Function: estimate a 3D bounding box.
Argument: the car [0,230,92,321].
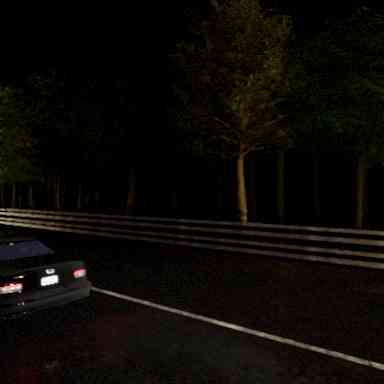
[{"bbox_3d":[-4.420,1.553,7.138,5.357,1.411,2.033,0,0,37],"label":"car"}]
